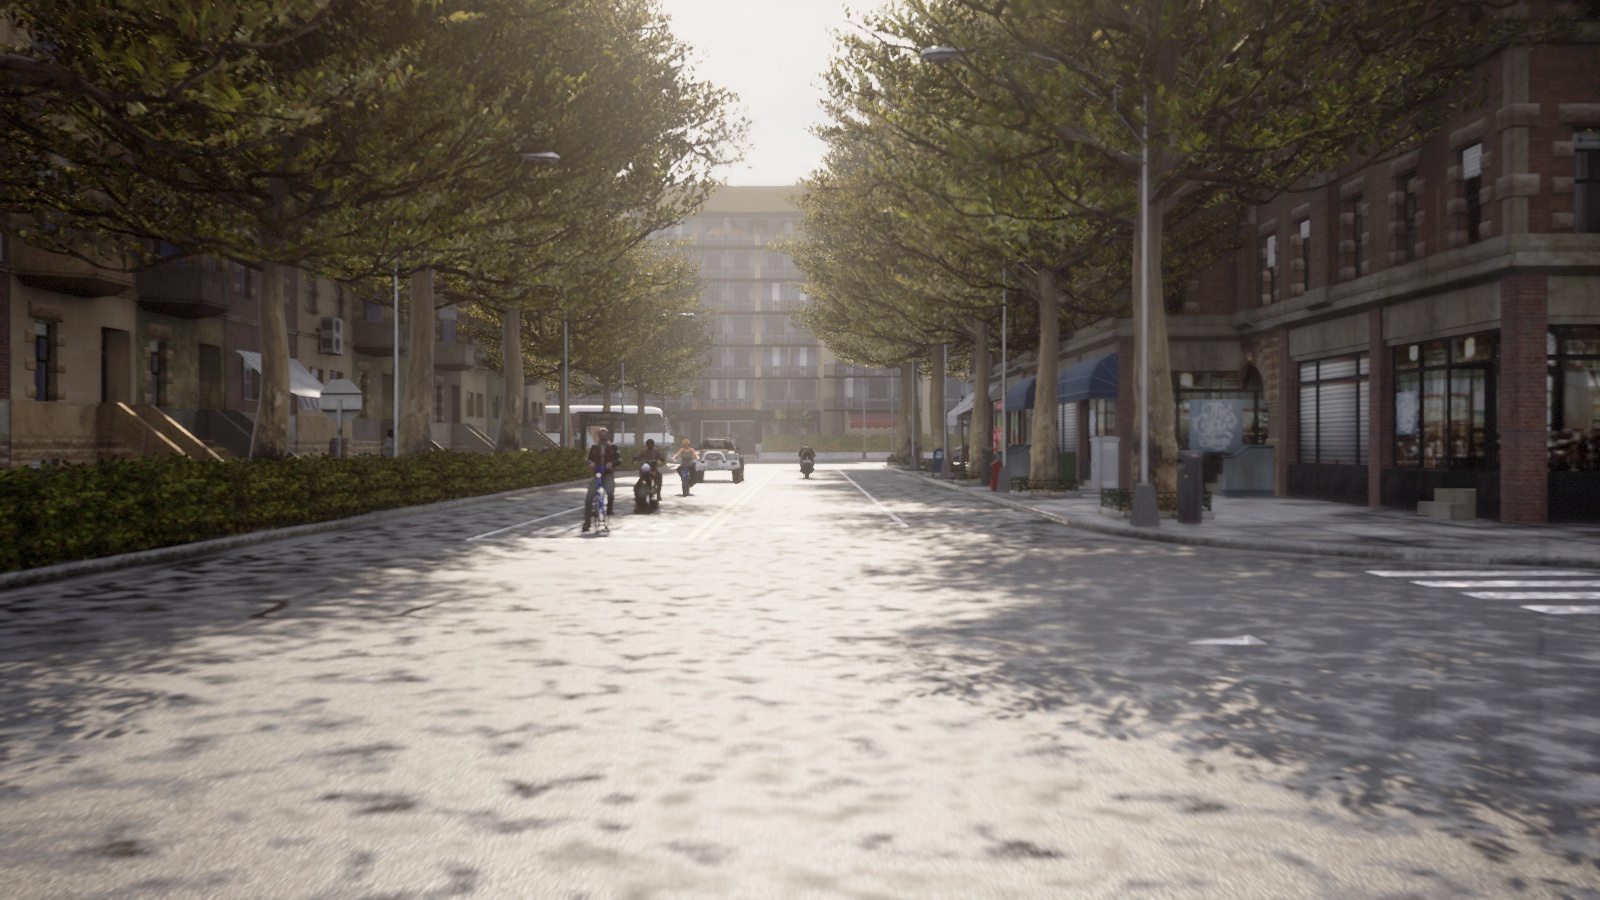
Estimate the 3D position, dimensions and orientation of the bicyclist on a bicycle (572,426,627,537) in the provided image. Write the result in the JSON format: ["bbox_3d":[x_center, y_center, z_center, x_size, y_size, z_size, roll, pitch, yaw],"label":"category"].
[{"bbox_3d":[-3.334,0.503,21.027,0.659,1.776,1.843,0,0,-1],"label":"bicyclist on a bicycle"}]

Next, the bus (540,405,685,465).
[{"bbox_3d":[-13.677,-1.129,91.946,10.273,4.253,3.944,0,1,-7],"label":"bus"}]

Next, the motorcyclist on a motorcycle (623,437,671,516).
[{"bbox_3d":[-3.338,0.547,27.636,0.766,1.649,2.350,0,0,0],"label":"motorcyclist on a motorcycle"}]

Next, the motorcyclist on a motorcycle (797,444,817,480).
[{"bbox_3d":[0.301,0.496,53.903,0.866,1.530,2.191,0,0,0],"label":"motorcyclist on a motorcycle"}]

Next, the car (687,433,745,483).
[{"bbox_3d":[-3.225,0.300,49.005,1.932,1.855,4.605,0,0,0],"label":"car"}]

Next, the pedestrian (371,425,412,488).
[{"bbox_3d":[-12.338,0.192,37.972,0.874,1.855,0.900,0,0,8],"label":"pedestrian"}]

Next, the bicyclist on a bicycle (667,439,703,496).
[{"bbox_3d":[-3.288,0.489,36.079,0.866,1.612,1.509,0,0,1],"label":"bicyclist on a bicycle"}]
